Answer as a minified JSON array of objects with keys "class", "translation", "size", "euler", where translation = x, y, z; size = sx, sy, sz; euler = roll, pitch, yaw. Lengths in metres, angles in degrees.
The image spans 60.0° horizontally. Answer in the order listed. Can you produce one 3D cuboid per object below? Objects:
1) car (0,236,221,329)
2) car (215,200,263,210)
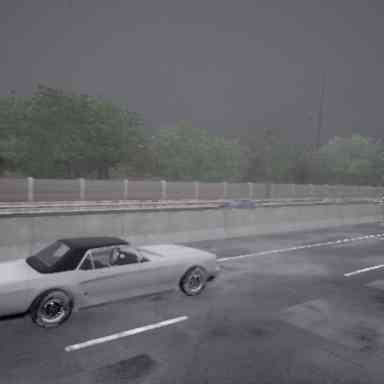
[{"class":"car","translation":[-1.689,1.597,6.961],"size":[4.718,1.301,1.895],"euler":[0,0,-35]},{"class":"car","translation":[4.790,1.536,33.106],"size":[5.357,1.411,2.033],"euler":[0,0,-35]}]
